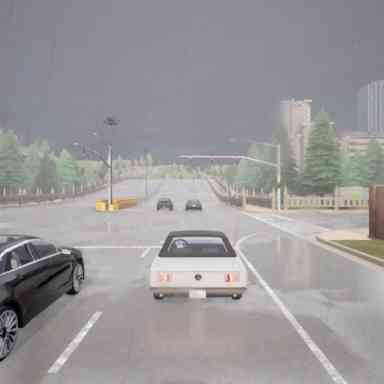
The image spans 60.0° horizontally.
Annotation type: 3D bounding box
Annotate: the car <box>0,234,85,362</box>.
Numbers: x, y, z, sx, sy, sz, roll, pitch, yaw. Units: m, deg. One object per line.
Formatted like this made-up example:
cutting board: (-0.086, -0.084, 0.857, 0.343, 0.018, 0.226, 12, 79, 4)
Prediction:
car: (-3.387, 1.492, 5.824, 2.128, 1.511, 4.902, 0, 0, 0)

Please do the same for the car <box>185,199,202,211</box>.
car: (0.196, 1.563, 41.358, 1.994, 1.385, 4.181, 0, 0, 0)

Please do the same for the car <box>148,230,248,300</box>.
car: (0.117, 1.601, 8.358, 1.895, 1.301, 4.718, 0, 0, 0)

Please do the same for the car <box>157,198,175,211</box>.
car: (-3.309, 1.505, 41.676, 1.837, 1.490, 4.892, 0, 0, 0)
